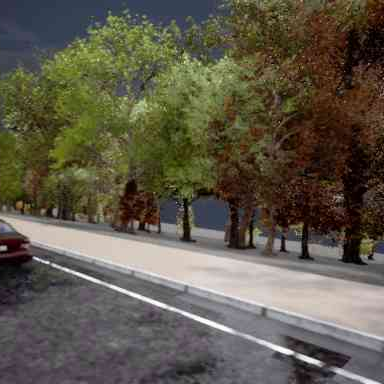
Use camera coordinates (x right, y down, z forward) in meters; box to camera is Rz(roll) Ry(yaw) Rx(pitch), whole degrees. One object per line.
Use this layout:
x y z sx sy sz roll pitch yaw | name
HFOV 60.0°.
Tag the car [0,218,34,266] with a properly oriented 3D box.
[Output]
-6.702 1.473 10.276 5.357 1.411 2.033 1 0 44 | car
